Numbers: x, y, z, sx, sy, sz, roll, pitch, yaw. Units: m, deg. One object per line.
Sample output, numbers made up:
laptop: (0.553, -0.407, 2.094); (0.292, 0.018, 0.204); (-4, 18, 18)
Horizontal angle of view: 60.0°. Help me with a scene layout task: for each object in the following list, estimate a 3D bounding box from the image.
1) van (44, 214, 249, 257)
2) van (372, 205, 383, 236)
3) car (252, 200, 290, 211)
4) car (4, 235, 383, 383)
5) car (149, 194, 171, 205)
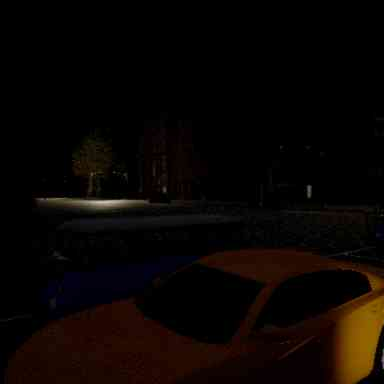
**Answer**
van: (-0.698, 1.338, 6.153); (3.998, 1.788, 1.690); (0, 0, -36)
van: (8.544, 1.327, 12.749); (3.998, 1.788, 1.690); (0, 0, -36)
car: (9.750, 1.639, 41.307); (1.895, 1.301, 4.718); (0, 0, -36)
car: (0.663, 1.475, 3.849); (5.008, 1.535, 1.882); (0, 0, -35)
car: (-6.091, 1.334, 63.308); (2.150, 2.045, 5.566); (0, 0, -36)
